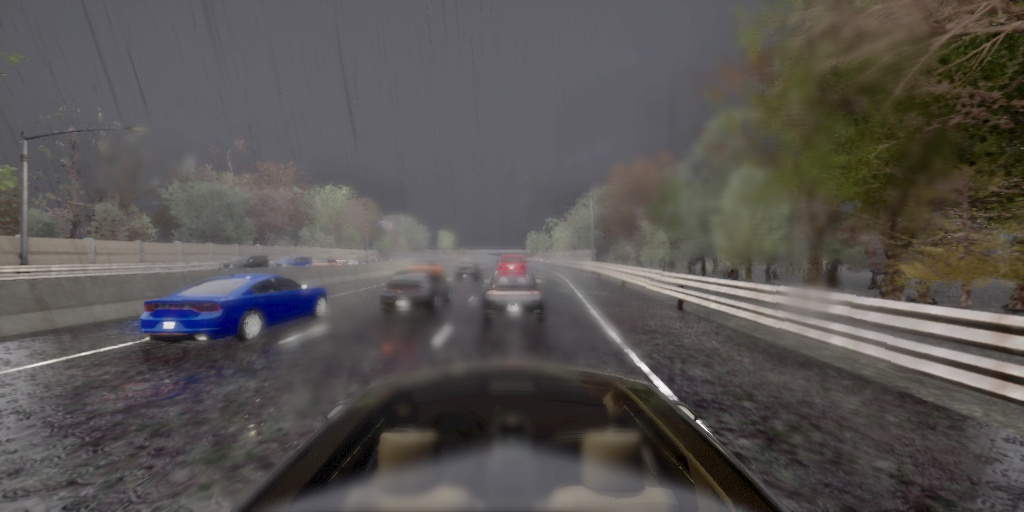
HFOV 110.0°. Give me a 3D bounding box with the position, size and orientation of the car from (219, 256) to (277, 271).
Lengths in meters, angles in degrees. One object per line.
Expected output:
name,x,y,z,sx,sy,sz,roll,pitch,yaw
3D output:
car,-28.006,1.041,37.922,2.150,2.045,5.566,0,0,-1

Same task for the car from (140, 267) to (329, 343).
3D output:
car,-6.917,1.240,9.738,1.882,1.535,5.008,0,0,0

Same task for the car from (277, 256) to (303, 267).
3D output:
car,-24.586,1.052,40.505,2.150,2.045,5.566,0,0,0

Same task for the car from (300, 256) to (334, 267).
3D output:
car,-21.087,1.179,40.170,2.097,1.767,4.553,0,0,0

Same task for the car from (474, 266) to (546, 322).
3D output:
car,0.089,1.261,12.299,2.128,1.511,4.902,0,0,0

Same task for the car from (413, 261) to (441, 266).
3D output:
car,-6.908,1.154,29.305,2.097,1.767,4.553,0,0,0

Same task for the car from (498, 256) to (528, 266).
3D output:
car,0.094,1.023,28.584,2.150,2.045,5.566,0,0,0

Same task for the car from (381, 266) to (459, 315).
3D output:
car,-3.407,1.274,13.699,1.837,1.490,4.892,0,0,0

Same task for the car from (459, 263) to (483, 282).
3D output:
car,-3.407,1.308,29.534,1.837,1.490,4.892,0,0,0

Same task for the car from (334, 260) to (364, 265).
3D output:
car,-17.591,1.353,40.049,1.812,1.442,4.674,0,0,0
